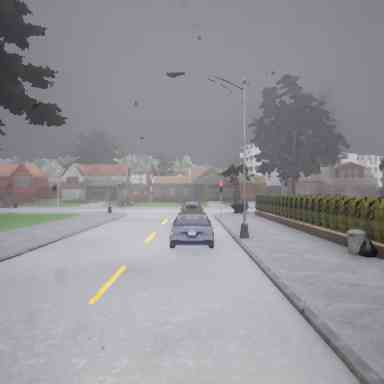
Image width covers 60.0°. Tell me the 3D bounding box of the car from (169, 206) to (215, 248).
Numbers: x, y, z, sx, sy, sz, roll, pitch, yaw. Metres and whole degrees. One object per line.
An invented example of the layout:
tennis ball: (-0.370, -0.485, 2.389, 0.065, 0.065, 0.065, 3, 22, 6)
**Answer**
car: (0.000, 1.562, 14.650, 2.033, 1.411, 5.357, 0, 0, 0)

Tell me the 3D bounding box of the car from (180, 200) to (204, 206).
car: (0.000, 1.515, 29.650, 1.837, 1.490, 4.892, 0, 0, 0)
